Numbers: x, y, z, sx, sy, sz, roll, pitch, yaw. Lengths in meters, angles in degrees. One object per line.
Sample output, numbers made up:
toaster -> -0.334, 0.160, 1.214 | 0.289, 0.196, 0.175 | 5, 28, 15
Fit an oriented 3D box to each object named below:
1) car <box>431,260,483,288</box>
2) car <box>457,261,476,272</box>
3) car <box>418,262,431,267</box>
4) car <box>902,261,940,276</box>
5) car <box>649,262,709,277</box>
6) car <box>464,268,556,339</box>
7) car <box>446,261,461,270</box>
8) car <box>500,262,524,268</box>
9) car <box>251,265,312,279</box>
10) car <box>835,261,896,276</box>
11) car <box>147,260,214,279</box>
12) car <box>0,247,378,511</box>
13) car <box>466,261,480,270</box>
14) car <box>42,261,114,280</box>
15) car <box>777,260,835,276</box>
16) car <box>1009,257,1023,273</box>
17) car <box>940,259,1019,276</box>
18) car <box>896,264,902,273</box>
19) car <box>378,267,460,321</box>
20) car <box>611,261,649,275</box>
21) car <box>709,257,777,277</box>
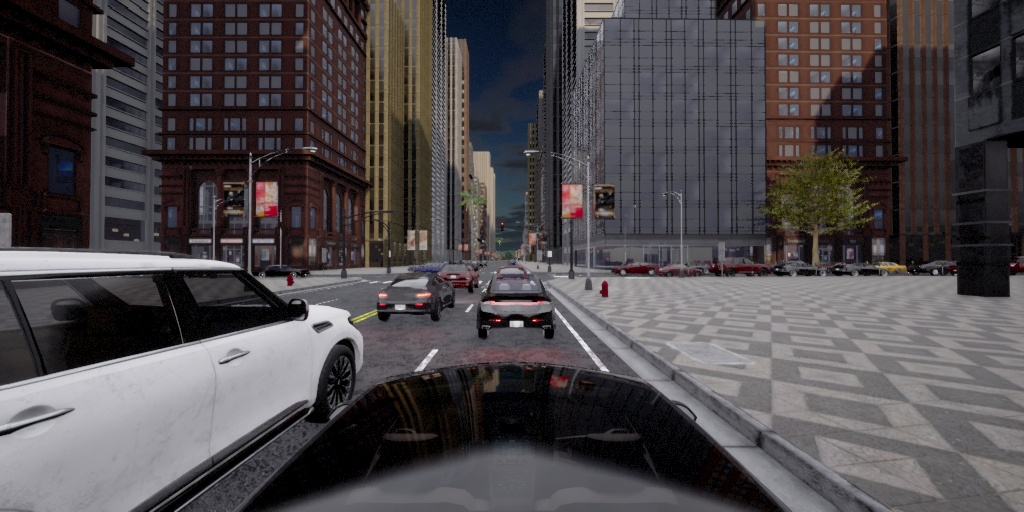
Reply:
car -> -3.157, 1.140, 21.394 | 2.097, 1.767, 4.553 | 0, 0, 0
car -> -6.618, 1.460, 52.227 | 2.128, 1.511, 4.902 | 0, 0, 0
car -> -8.725, 1.401, 38.271 | 4.674, 1.442, 1.812 | 0, 0, -1
car -> 42.840, 1.205, 36.031 | 4.892, 1.490, 1.837 | 0, -1, -1
car -> 15.303, 1.326, 32.966 | 4.207, 1.307, 1.802 | 0, 0, -1
car -> 0.095, 1.248, 10.103 | 2.128, 1.511, 4.902 | 0, 0, 0
car -> -9.851, 1.554, 60.873 | 1.812, 1.442, 4.674 | 0, 0, 0
car -> -0.008, 1.259, 19.603 | 1.882, 1.535, 5.008 | 0, 0, 0
car -> -22.413, 1.524, 34.979 | 4.718, 1.301, 1.895 | 0, -1, -3
car -> 32.215, 1.259, 33.235 | 4.313, 1.339, 1.948 | 0, 0, -1
car -> -32.231, 1.320, 34.986 | 4.553, 1.767, 2.097 | 0, -1, 0
car -> -3.155, 0.972, 2.635 | 2.150, 2.045, 5.566 | 0, 0, 0
car -> -6.601, 1.557, 61.326 | 1.812, 1.442, 4.674 | 0, 0, 0
car -> -42.285, 1.366, 35.004 | 4.553, 1.767, 2.097 | 0, -1, 1
car -> 26.578, 1.274, 33.145 | 4.313, 1.339, 1.948 | 0, 0, -1
car -> 49.130, 0.972, 33.505 | 5.009, 1.841, 2.192 | 0, 0, -1
car -> 43.491, 1.213, 33.415 | 4.507, 1.381, 1.888 | 0, 0, -1
car -> 43.192, 1.294, 41.936 | 4.829, 1.417, 1.751 | 0, 0, -1
car -> -3.155, 1.287, 12.414 | 1.812, 1.442, 4.674 | 0, 0, 0
car -> 13.250, 1.297, 38.718 | 5.008, 1.535, 1.882 | 0, -1, -2
car -> 20.941, 1.040, 33.056 | 5.009, 1.841, 2.192 | 0, 0, -1
